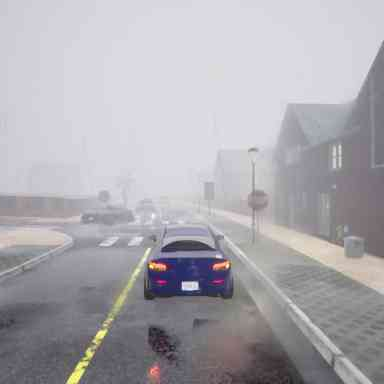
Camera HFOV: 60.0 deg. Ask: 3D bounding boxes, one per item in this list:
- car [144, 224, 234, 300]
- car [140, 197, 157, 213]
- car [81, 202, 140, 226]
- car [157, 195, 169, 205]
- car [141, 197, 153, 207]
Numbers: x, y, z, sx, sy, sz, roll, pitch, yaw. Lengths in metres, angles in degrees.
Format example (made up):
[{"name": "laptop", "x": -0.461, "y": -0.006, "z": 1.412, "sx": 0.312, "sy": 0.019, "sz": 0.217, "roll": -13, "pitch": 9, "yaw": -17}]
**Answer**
[{"name": "car", "x": -0.125, "y": 1.528, "z": 8.289, "sx": 1.812, "sy": 1.442, "sz": 4.674, "roll": 0, "pitch": 0, "yaw": -2}, {"name": "car", "x": -5.005, "y": 1.530, "z": 36.441, "sx": 1.812, "sy": 1.442, "sz": 4.674, "roll": 0, "pitch": 0, "yaw": -7}, {"name": "car", "x": -5.714, "y": 1.549, "z": 23.025, "sx": 1.994, "sy": 1.385, "sz": 4.181, "roll": 1, "pitch": 0, "yaw": 21}, {"name": "car", "x": -5.250, "y": 1.358, "z": 59.039, "sx": 2.097, "sy": 1.767, "sz": 4.553, "roll": 0, "pitch": 0, "yaw": -10}, {"name": "car", "x": -6.982, "y": 1.527, "z": 51.660, "sx": 1.812, "sy": 1.442, "sz": 4.674, "roll": 0, "pitch": 0, "yaw": -9}]
